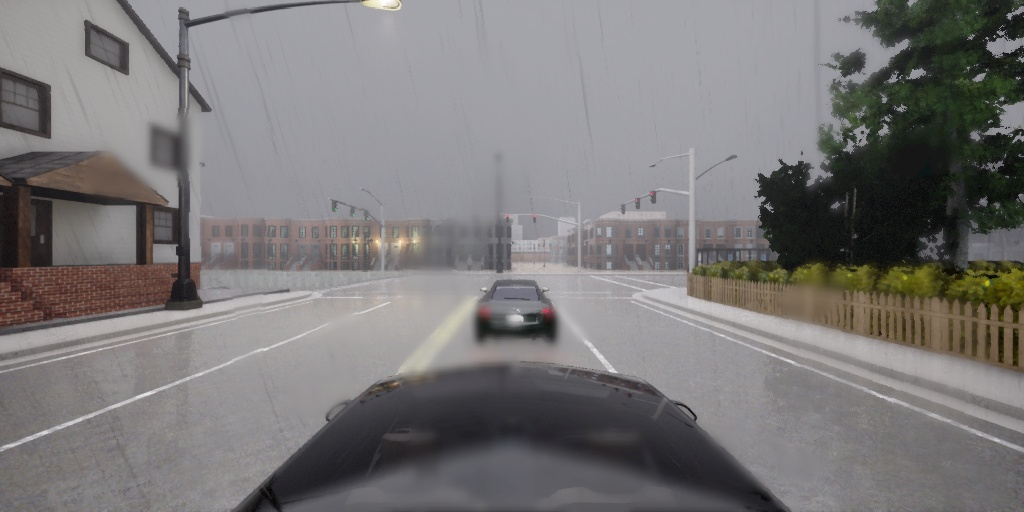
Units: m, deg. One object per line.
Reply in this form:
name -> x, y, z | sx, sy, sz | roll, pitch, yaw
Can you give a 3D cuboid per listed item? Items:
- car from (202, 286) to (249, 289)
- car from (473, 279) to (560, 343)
car -> -22.438, 3.308, 26.907 | 5.566, 2.045, 2.150 | -13, 1, -1
car -> 0.099, 1.314, 9.657 | 1.994, 1.385, 4.181 | 0, 0, 0
